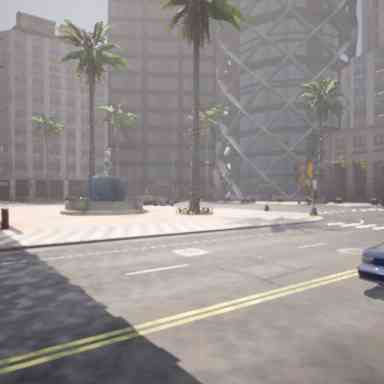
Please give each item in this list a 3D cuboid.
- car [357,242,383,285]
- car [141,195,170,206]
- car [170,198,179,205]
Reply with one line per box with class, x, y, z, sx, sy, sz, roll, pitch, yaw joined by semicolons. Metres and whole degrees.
car;6.247;1.536;8.245;5.357;1.411;2.033;0;0;-35
car;-6.333;1.323;52.763;4.553;1.767;2.097;0;0;15
car;-4.685;1.444;55.900;5.008;1.535;1.882;0;0;17
